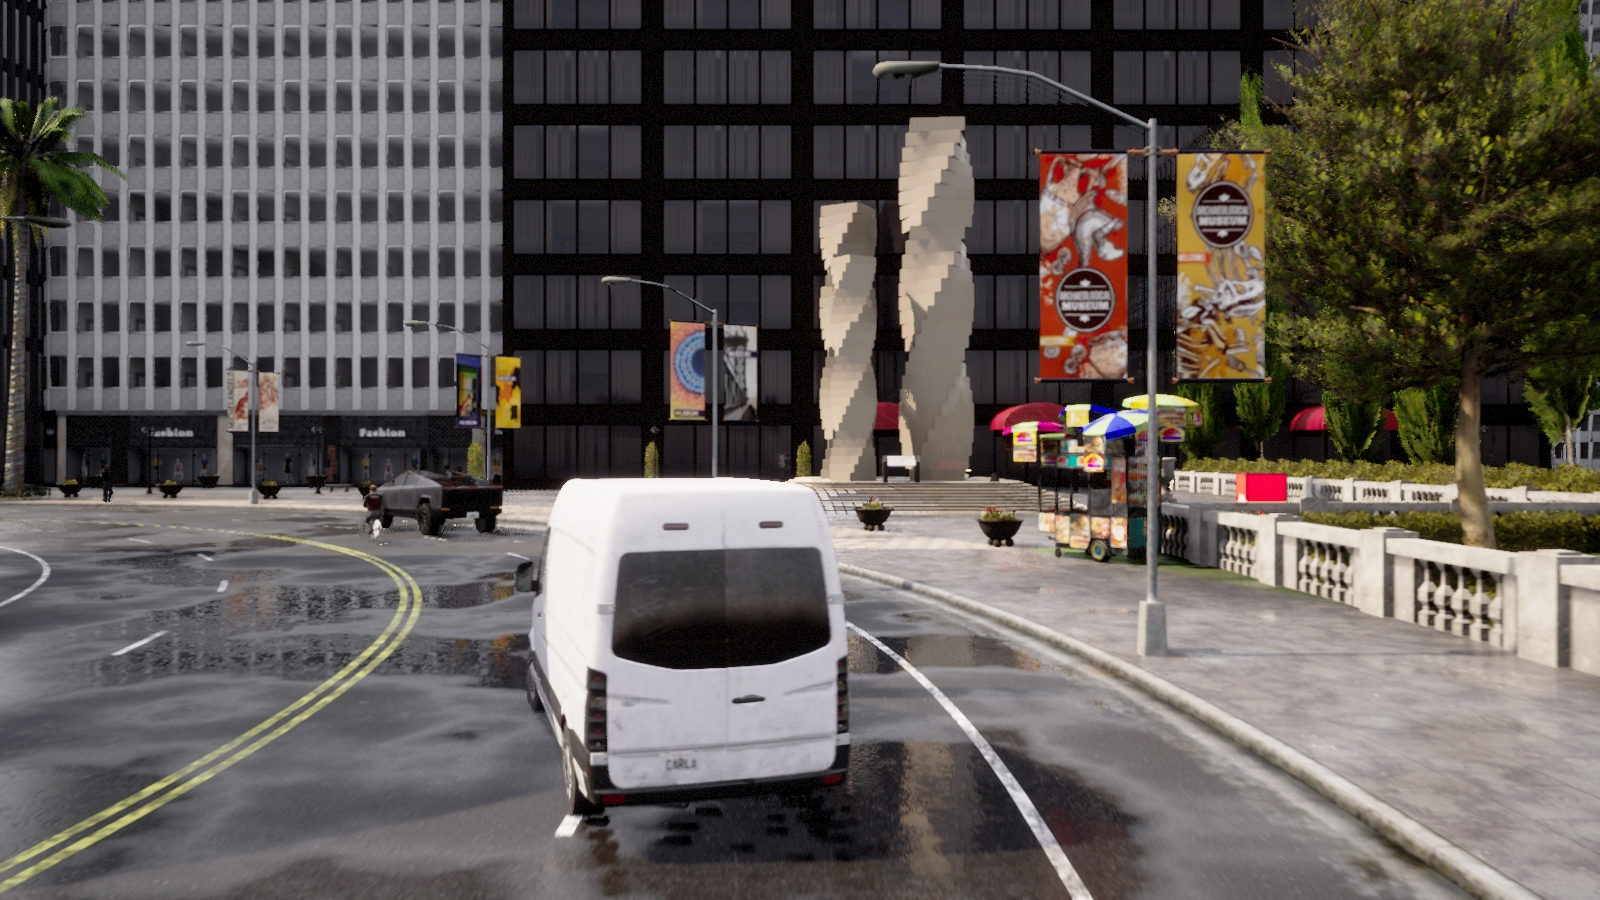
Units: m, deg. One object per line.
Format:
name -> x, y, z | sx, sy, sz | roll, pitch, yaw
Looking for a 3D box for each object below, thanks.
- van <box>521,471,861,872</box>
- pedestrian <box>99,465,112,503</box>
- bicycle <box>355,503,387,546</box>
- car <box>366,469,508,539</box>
van -> -1.401, 1.534, 10.748 | 1.988, 2.561, 5.915 | 0, 0, -18
pedestrian -> -34.596, 1.698, 56.924 | 0.375, 1.860, 0.375 | 0, 0, 16
bicycle -> -12.832, 2.210, 34.134 | 0.329, 1.171, 1.835 | -1, 1, -39
car -> -12.581, 1.753, 39.289 | 2.390, 2.098, 6.274 | 0, 0, -41
